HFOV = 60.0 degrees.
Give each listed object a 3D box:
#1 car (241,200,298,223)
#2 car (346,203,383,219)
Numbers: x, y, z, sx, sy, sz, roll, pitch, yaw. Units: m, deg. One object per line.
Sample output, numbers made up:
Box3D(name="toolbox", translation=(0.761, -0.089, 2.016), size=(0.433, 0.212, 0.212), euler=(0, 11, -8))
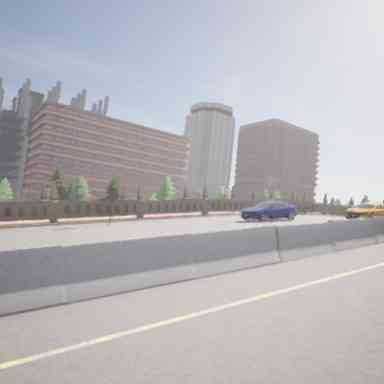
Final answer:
Box3D(name="car", translation=(5.936, 1.415, 25.374), size=(5.008, 1.535, 1.882), euler=(0, 0, -35))
Box3D(name="car", translation=(14.526, 1.639, 27.113), size=(5.008, 1.535, 1.882), euler=(3, -1, -35))
